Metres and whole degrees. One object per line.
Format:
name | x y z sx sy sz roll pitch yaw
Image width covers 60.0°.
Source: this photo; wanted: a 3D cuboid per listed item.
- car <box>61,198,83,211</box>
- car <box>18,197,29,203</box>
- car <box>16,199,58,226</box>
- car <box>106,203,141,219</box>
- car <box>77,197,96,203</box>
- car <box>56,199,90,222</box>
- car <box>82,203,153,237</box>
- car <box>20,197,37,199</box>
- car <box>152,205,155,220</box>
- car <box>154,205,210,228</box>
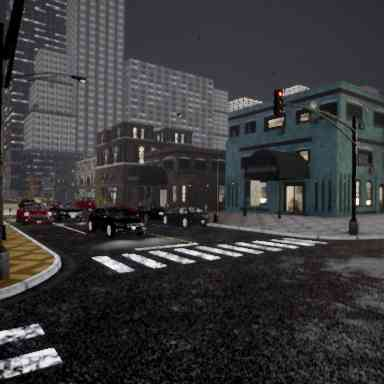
car | -16.959 1.718 47.001 1.967 1.590 4.097 1 -1 -35
car | -42.287 2.044 83.475 2.008 1.369 4.403 1 -1 -35
car | -11.351 1.490 23.872 1.967 1.590 4.097 1 -1 -35
car | -6.769 1.777 32.423 1.802 1.307 4.206 1 -1 -35
car | -13.770 1.567 42.457 2.192 1.841 5.009 1 -1 -35
car | -10.406 1.591 27.293 2.128 1.511 4.902 1 -1 -35
car | -4.277 1.554 18.432 1.837 1.490 4.892 1 -1 -35
car | -20.520 1.691 41.967 1.837 1.490 4.892 1 -1 -34
car | -3.648 1.735 27.919 1.947 1.339 4.313 1 -1 -35
car | -0.526 1.694 23.412 2.008 1.369 4.403 1 -1 -35
